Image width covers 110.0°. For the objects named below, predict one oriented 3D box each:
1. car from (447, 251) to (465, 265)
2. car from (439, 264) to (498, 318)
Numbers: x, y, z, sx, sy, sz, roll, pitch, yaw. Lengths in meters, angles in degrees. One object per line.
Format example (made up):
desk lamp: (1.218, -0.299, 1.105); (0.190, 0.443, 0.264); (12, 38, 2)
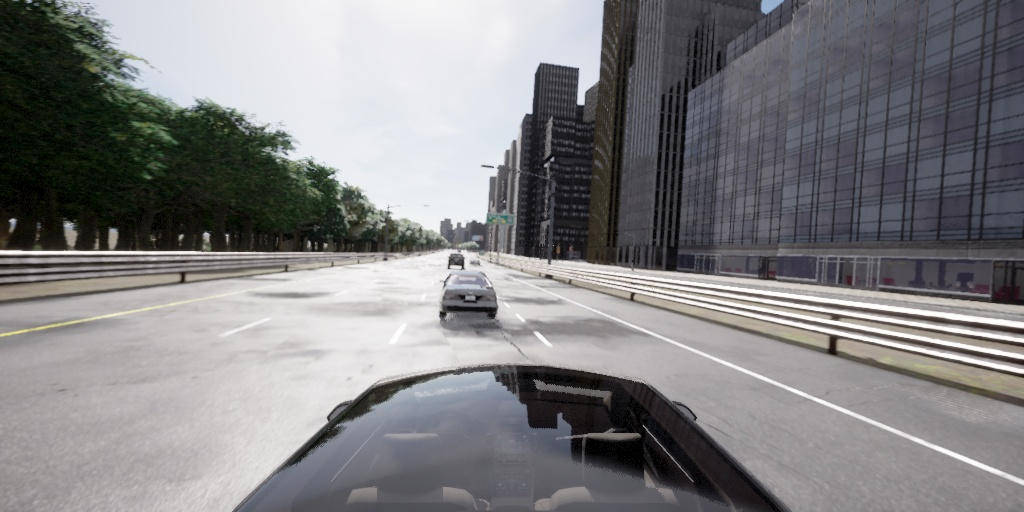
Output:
car: (-7.512, 0.657, 48.244); (2.150, 2.045, 5.566); (3, 0, -9)
car: (-1.617, 1.237, 12.822); (2.033, 1.411, 5.357); (3, 0, -9)
